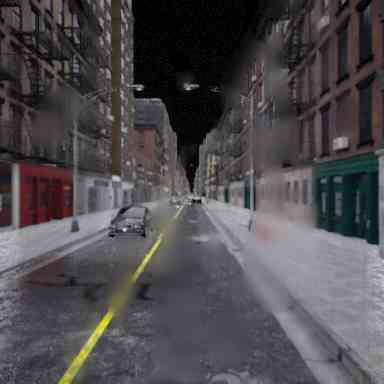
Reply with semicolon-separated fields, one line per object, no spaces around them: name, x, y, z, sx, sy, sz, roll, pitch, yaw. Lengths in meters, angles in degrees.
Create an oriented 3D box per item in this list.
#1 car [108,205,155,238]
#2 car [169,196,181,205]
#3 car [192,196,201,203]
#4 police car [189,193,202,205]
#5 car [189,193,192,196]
car;-3.102;1.500;17.759;1.837;1.490;4.892;0;0;0
car;-3.040;1.553;59.876;2.128;1.511;4.902;0;0;1
car;0.888;1.619;71.265;1.812;1.442;4.674;0;0;0
police car;0.890;1.489;61.374;1.930;1.638;5.238;0;0;0
car;0.888;1.592;77.265;1.882;1.535;5.008;0;0;0
